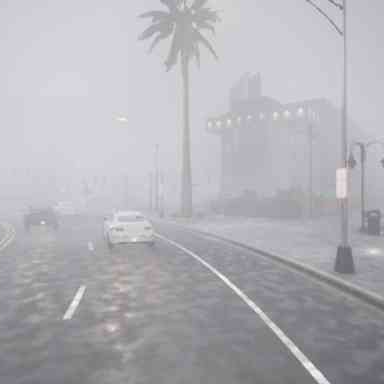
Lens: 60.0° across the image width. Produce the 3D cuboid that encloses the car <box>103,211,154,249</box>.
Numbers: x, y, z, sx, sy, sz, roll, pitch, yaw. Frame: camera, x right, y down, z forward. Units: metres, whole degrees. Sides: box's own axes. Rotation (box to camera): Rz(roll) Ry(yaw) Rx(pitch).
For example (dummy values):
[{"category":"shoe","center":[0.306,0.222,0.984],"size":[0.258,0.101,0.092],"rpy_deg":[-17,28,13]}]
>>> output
[{"category":"car","center":[-2.872,1.541,14.633],"size":[1.812,1.442,4.674],"rpy_deg":[0,0,-18]}]

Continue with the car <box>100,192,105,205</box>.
[{"category":"car","center":[-16.357,1.323,58.171],"size":[4.553,1.767,2.185],"rpy_deg":[0,0,37]}]

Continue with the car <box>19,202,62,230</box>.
[{"category":"car","center":[-9.849,1.535,21.384],"size":[1.837,1.490,4.892],"rpy_deg":[1,0,-30]}]

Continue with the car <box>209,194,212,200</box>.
[{"category":"car","center":[3.890,1.459,57.107],"size":[4.674,1.452,2.002],"rpy_deg":[0,0,37]}]

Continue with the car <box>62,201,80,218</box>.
[{"category":"car","center":[-11.420,1.565,29.602],"size":[1.812,1.442,4.674],"rpy_deg":[0,0,-37]}]
